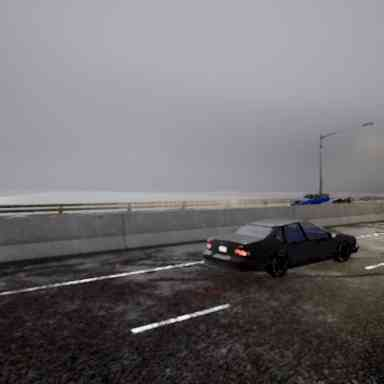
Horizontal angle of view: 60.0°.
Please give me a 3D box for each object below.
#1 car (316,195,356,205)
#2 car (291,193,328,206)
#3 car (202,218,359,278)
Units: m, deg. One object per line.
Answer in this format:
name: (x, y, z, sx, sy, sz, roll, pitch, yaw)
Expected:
car: (16.281, 1.394, 36.738, 4.892, 1.490, 1.837, 0, 0, -35)
car: (14.257, 1.147, 39.594, 5.566, 2.045, 2.150, 0, 0, -35)
car: (2.846, 1.512, 10.062, 5.357, 1.411, 2.033, 0, 0, -35)
